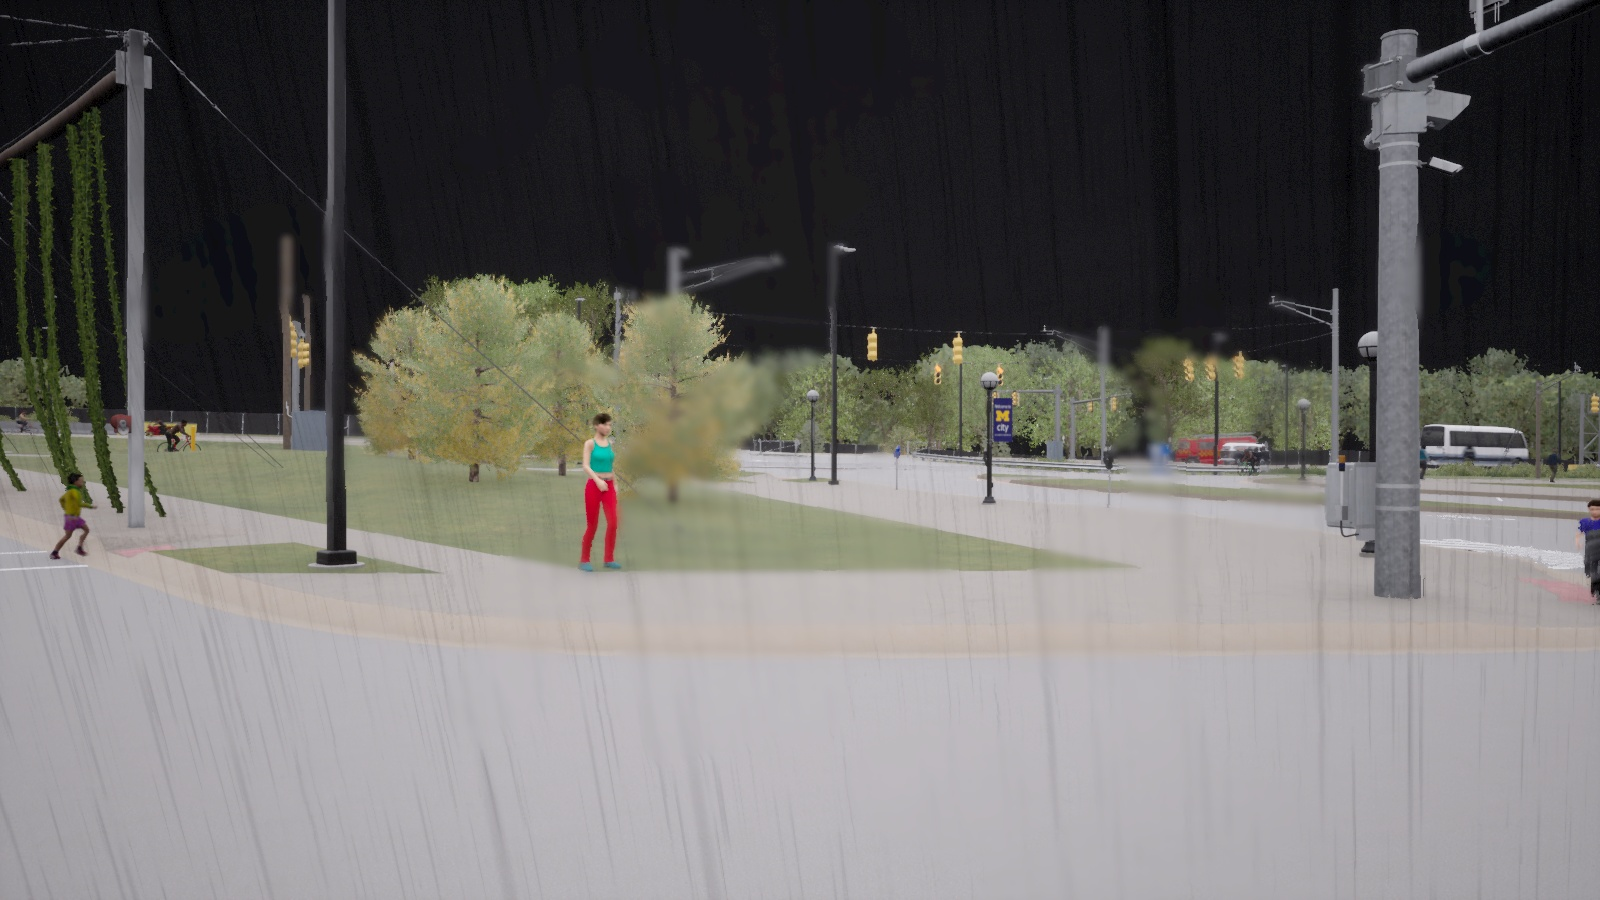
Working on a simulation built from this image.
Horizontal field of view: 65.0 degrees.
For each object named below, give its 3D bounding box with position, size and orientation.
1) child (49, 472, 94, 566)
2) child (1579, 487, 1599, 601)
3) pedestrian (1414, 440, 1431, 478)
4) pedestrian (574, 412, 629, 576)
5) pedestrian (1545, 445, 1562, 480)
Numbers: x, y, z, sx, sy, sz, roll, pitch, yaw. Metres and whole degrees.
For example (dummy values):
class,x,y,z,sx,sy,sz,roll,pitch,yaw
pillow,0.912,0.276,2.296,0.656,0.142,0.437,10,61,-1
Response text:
class,x,y,z,sx,sy,sz,roll,pitch,yaw
child,-9.258,0.864,15.959,0.473,1.160,0.299,0,0,-35
child,9.101,1.061,14.326,0.437,1.263,0.270,0,0,-45
pedestrian,31.855,0.477,64.221,0.692,1.930,0.396,0,0,-18
pedestrian,-2.273,0.487,14.381,0.345,1.836,0.594,0,0,-43
pedestrian,40.010,0.653,66.685,0.726,1.842,0.402,0,0,-16
